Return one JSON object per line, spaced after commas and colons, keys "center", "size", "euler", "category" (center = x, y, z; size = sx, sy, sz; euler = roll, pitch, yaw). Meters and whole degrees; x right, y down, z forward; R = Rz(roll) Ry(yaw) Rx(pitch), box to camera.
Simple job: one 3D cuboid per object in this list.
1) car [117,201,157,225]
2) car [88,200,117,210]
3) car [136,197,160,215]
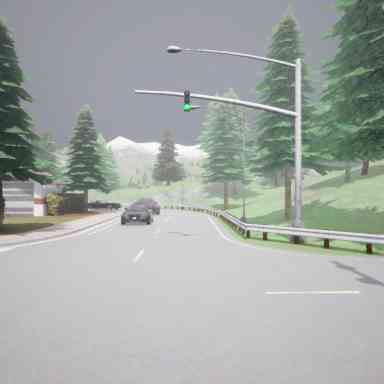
{"center": [-3.898, 1.564, 24.162], "size": [1.994, 1.385, 4.181], "euler": [0, 0, -2], "category": "car"}
{"center": [-11.244, 1.608, 41.717], "size": [4.718, 1.301, 1.895], "euler": [0, 0, 14], "category": "car"}
{"center": [-4.697, 1.352, 33.955], "size": [2.097, 1.767, 4.553], "euler": [0, 0, -19], "category": "car"}
